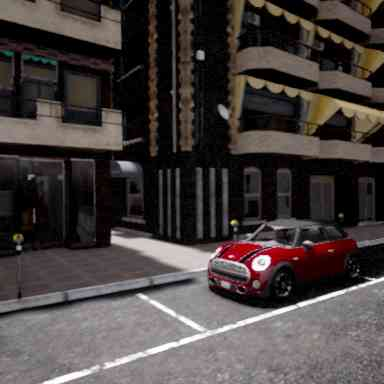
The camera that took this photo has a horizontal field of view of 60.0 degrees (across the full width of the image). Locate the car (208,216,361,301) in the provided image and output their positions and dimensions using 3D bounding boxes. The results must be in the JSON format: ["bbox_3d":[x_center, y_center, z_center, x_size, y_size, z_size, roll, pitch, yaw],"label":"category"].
[{"bbox_3d":[2.338,1.452,8.248,4.097,1.590,1.967,0,-1,-35],"label":"car"}]
